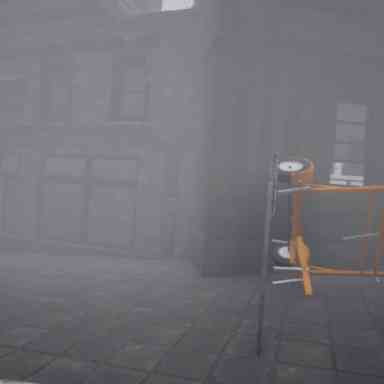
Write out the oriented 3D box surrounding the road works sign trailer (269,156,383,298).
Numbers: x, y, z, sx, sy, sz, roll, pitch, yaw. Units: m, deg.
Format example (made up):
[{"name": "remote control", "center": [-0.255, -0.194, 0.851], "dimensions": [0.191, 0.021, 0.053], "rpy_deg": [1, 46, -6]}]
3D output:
[{"name": "road works sign trailer", "center": [3.230, 0.832, 5.817], "dimensions": [3.560, 2.380, 2.880], "rpy_deg": [-1, 27, 12]}]
